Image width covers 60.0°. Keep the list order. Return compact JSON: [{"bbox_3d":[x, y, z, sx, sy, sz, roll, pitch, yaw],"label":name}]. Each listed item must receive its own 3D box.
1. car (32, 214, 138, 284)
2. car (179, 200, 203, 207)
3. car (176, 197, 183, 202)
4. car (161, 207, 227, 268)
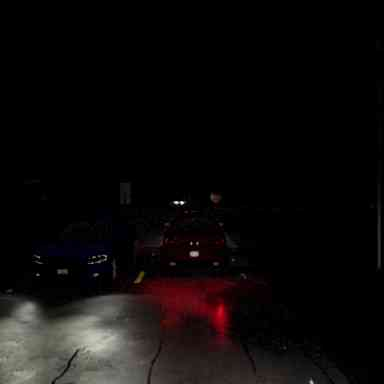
[{"bbox_3d":[-2.848,1.486,9.831,1.882,1.535,5.008,0,0,0],"label":"car"},{"bbox_3d":[0.077,1.530,23.743,1.837,1.490,4.892,0,-1,1],"label":"car"},{"bbox_3d":[-3.116,1.771,82.866,1.895,1.301,4.718,0,0,0],"label":"car"},{"bbox_3d":[0.076,1.488,11.290,1.882,1.535,5.008,0,0,0],"label":"car"}]
